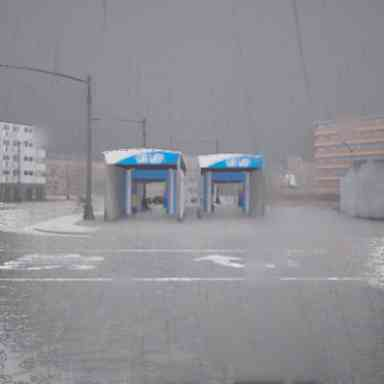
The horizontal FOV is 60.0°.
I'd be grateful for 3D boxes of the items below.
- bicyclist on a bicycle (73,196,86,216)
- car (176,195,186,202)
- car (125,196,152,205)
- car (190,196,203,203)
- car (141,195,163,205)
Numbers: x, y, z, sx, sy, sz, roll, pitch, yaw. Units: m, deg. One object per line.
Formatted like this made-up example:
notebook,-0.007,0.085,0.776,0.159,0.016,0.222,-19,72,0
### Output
bicyclist on a bicycle,-9.068,1.163,27.520,1.656,1.620,0.582,0,0,1
car,-3.334,1.316,61.796,2.033,1.411,5.357,0,0,35
car,-8.664,1.337,54.305,1.994,1.385,4.181,0,0,35
car,1.692,1.349,62.297,4.181,1.385,1.994,0,0,-39
car,-5.338,1.298,52.942,1.837,1.490,4.892,0,0,35
